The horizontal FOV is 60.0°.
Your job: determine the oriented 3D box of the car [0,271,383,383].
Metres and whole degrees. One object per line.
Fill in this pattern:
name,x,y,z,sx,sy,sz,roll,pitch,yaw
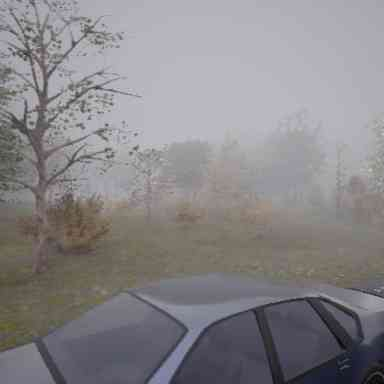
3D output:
car,0.059,1.556,2.991,5.357,1.411,2.033,0,0,-35
